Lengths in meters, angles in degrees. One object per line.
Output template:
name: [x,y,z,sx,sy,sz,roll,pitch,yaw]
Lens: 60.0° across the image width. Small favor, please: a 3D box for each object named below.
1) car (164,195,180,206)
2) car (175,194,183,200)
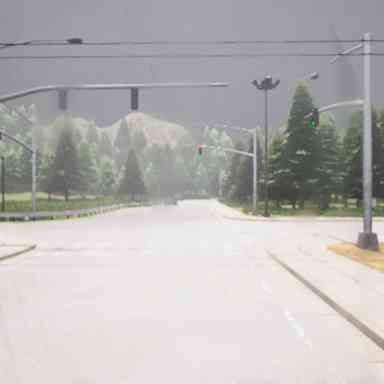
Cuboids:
car: [-3.451,1.619,54.102,1.994,1.385,4.181,0,0,1]
car: [-2.960,1.188,70.426,2.097,1.767,4.553,0,0,2]
